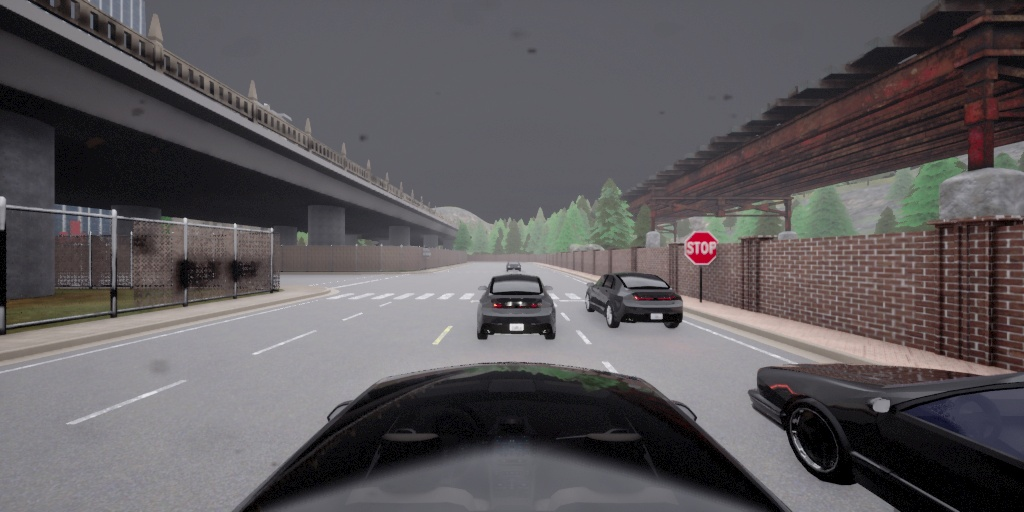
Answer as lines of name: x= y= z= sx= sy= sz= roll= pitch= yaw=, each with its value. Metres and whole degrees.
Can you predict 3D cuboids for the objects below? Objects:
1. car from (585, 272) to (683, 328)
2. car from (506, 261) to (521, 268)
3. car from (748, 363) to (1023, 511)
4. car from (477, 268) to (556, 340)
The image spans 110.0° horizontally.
car: x=3.605 y=1.255 z=11.334 sx=1.837 sy=1.490 sz=4.892 roll=0 pitch=0 yaw=0
car: x=0.205 y=1.351 z=46.264 sx=1.895 sy=1.301 sz=4.718 roll=0 pitch=0 yaw=-1
car: x=3.600 y=1.297 z=1.588 sx=2.033 sy=1.411 sz=5.357 roll=0 pitch=0 yaw=0
car: x=0.103 y=1.255 z=9.977 sx=1.837 sy=1.490 sz=4.892 roll=0 pitch=0 yaw=0
